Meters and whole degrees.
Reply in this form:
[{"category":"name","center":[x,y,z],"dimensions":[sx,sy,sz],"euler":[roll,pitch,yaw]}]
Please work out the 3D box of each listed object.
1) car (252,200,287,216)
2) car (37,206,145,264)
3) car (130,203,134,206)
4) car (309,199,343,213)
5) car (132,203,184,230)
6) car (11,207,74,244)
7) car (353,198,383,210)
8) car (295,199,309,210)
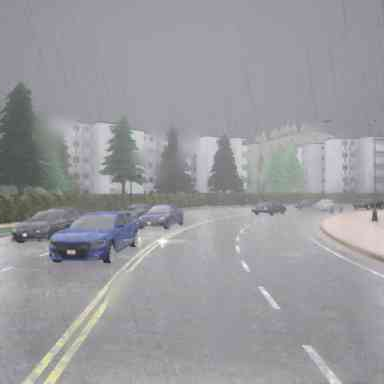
[{"category":"car","center":[7.789,1.547,33.302],"dimensions":[2.033,1.411,5.357],"euler":[0,0,35]},{"category":"car","center":[-3.306,1.478,12.122],"dimensions":[1.882,1.535,5.008],"euler":[0,0,4]},{"category":"car","center":[-4.129,1.564,26.074],"dimensions":[1.994,1.385,4.181],"euler":[0,0,20]},{"category":"car","center":[14.869,1.526,36.261],"dimensions":[1.812,1.442,4.674],"euler":[0,0,43]},{"category":"car","center":[-1.853,1.526,21.408],"dimensions":[1.812,1.442,4.674],"euler":[0,0,16]},{"category":"car","center":[-6.424,1.505,15.828],"dimensions":[1.837,1.490,4.892],"euler":[0,0,8]},{"category":"car","center":[22.676,1.491,42.525],"dimensions":[4.902,1.511,2.128],"euler":[0,0,-30]},{"category":"car","center":[14.897,1.547,41.231],"dimensions":[5.357,1.411,2.033],"euler":[0,0,-41]}]
